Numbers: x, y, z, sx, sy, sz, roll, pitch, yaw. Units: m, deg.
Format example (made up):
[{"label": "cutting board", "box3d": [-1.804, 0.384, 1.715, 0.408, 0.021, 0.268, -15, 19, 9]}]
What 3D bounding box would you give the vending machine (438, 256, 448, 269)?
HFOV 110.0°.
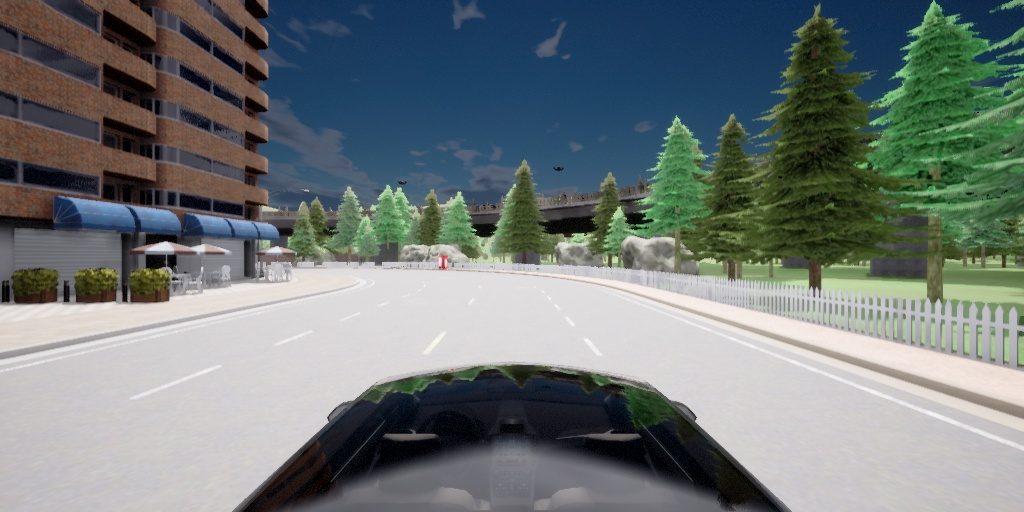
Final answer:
[{"label": "vending machine", "box3d": [-9.733, 0.927, 50.669, 0.880, 2.100, 1.100, 0, 0, 34]}]
